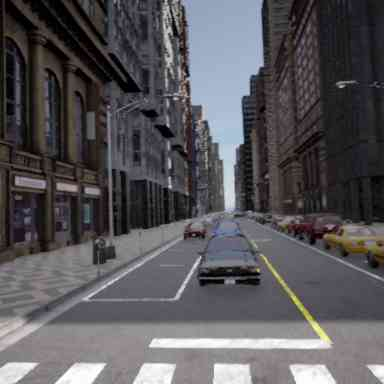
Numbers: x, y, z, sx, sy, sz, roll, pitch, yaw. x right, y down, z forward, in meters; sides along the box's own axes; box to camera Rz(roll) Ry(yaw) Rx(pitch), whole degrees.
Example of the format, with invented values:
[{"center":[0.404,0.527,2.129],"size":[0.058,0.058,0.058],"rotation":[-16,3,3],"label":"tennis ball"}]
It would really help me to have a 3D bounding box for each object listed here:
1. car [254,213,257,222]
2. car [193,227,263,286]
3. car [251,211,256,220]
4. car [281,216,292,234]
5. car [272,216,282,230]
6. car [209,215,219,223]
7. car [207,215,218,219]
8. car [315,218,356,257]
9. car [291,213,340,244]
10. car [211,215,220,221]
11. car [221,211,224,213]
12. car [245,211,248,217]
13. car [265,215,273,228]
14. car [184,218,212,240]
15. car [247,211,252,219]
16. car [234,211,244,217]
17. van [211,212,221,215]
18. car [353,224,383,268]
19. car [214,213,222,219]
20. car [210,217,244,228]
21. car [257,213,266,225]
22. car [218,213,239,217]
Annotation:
[{"center":[11.814,4.387,54.848],"size":[1.802,1.307,4.206],"rotation":[-3,-3,6],"label":"car"},{"center":[1.304,2.206,11.703],"size":[2.033,1.411,5.357],"rotation":[-2,-3,6],"label":"car"},{"center":[12.403,4.551,60.418],"size":[1.967,1.590,4.097],"rotation":[-3,-3,6],"label":"car"},{"center":[8.835,2.829,27.042],"size":[1.887,1.381,4.507],"rotation":[-3,-3,6],"label":"car"},{"center":[9.448,3.123,32.774],"size":[1.752,1.417,4.829],"rotation":[-3,-3,6],"label":"car"},{"center":[4.511,5.287,66.678],"size":[1.752,1.417,4.829],"rotation":[-3,-3,6],"label":"car"},{"center":[2.150,4.133,44.596],"size":[1.802,1.307,4.206],"rotation":[-3,-3,6],"label":"car"},{"center":[7.662,2.212,16.088],"size":[1.752,1.417,4.829],"rotation":[-3,-3,6],"label":"car"},{"center":[8.231,2.296,21.493],"size":[2.192,1.841,5.009],"rotation":[-3,-3,6],"label":"car"},{"center":[5.127,5.658,72.405],"size":[1.802,1.307,4.206],"rotation":[-3,-3,6],"label":"car"},{"center":[5.712,5.697,77.983],"size":[2.192,1.841,5.009],"rotation":[-3,-3,6],"label":"car"},{"center":[14.806,5.867,82.829],"size":[1.752,1.417,4.829],"rotation":[-3,-3,6],"label":"car"},{"center":[10.026,3.443,38.165],"size":[2.008,1.369,4.403],"rotation":[-3,-3,6],"label":"car"},{"center":[0.362,3.184,27.912],"size":[1.887,1.381,4.507],"rotation":[-3,-3,6],"label":"car"},{"center":[13.594,5.161,71.541],"size":[1.967,1.590,4.097],"rotation":[-3,-3,6],"label":"car"},{"center":[12.883,6.372,90.785],"size":[1.837,1.490,4.892],"rotation":[-2,-3,6],"label":"car"},{"center":[3.927,4.807,61.296],"size":[1.690,1.788,3.998],"rotation":[-3,-3,6],"label":"van"},{"center":[7.067,1.908,10.526],"size":[1.752,1.417,4.829],"rotation":[-3,-3,6],"label":"car"},{"center":[6.907,6.434,89.100],"size":[1.967,1.590,4.097],"rotation":[-3,-3,6],"label":"car"},{"center":[2.485,2.738,22.739],"size":[1.882,1.535,5.008],"rotation":[-2,-3,6],"label":"car"},{"center":[11.218,4.067,49.287],"size":[1.947,1.339,4.313],"rotation":[-3,-3,6],"label":"car"},{"center":[4.502,3.765,41.053],"size":[1.837,1.490,4.892],"rotation":[-2,-4,7],"label":"car"}]
